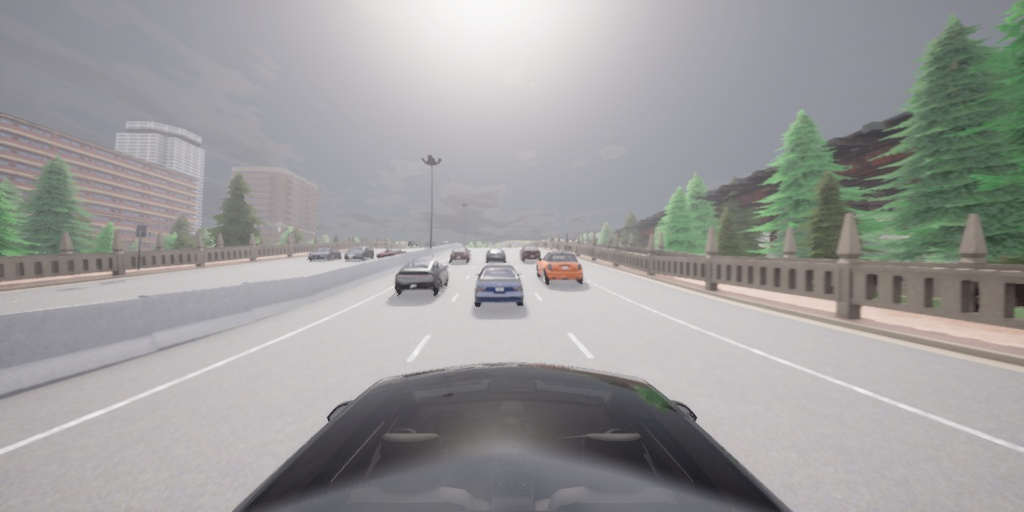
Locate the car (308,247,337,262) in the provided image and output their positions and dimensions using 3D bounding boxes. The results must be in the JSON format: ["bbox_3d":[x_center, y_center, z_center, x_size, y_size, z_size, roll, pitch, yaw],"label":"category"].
[{"bbox_3d":[-19.393,-0.195,37.291,1.994,1.385,4.181,0,3,-3],"label":"car"}]

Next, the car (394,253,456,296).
[{"bbox_3d":[-4.151,0.893,17.044,2.128,1.511,4.902,0,3,-3],"label":"car"}]

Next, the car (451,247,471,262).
[{"bbox_3d":[-5.111,-0.167,35.828,1.812,1.442,4.674,0,3,-3],"label":"car"}]

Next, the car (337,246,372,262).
[{"bbox_3d":[-15.903,-0.288,37.555,2.128,1.511,4.902,0,3,-3],"label":"car"}]

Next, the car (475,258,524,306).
[{"bbox_3d":[-0.534,1.063,14.633,2.033,1.411,5.357,0,3,-3],"label":"car"}]

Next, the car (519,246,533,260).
[{"bbox_3d":[1.838,-0.294,37.017,1.882,1.535,5.008,0,3,-3],"label":"car"}]

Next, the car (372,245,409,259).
[{"bbox_3d":[-12.359,-0.137,36.766,1.895,1.301,4.718,0,3,-3],"label":"car"}]

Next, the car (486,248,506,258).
[{"bbox_3d":[-1.615,-0.142,35.986,1.994,1.385,4.181,0,3,-3],"label":"car"}]

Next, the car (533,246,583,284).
[{"bbox_3d":[2.668,0.522,20.895,2.097,1.767,4.553,0,3,-3],"label":"car"}]
